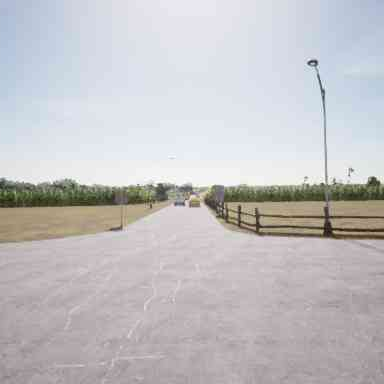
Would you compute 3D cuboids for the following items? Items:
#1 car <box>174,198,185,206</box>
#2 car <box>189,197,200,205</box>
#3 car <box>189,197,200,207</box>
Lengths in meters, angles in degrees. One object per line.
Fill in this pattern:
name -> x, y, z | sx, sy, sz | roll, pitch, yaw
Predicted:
car -> -2.253, 1.817, 61.738 | 1.812, 1.442, 4.674 | 0, 0, 0
car -> 0.544, 1.836, 67.550 | 2.128, 1.511, 4.902 | 0, -1, 0
car -> 0.460, 1.733, 57.128 | 1.882, 1.535, 5.008 | 0, 0, 0
